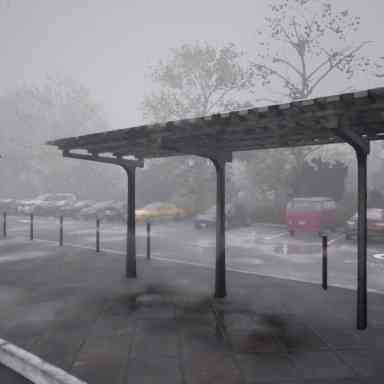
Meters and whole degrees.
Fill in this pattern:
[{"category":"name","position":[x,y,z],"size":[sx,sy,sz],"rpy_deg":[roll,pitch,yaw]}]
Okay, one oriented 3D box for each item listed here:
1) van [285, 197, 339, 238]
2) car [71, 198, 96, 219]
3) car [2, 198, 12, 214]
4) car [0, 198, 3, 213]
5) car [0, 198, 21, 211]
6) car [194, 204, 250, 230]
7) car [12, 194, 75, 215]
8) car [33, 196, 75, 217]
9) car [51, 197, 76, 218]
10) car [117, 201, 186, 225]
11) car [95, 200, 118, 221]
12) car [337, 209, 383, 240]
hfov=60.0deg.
[{"category":"van","position":[6.656,1.264,18.091],"size":[1.878,1.987,4.442],"rpy_deg":[0,0,35]},{"category":"car","position":[-6.999,1.460,27.625],"size":[2.231,1.521,4.892],"rpy_deg":[0,0,35]},{"category":"car","position":[-16.066,1.440,34.030],"size":[2.231,1.521,4.892],"rpy_deg":[0,0,35]},{"category":"car","position":[-18.333,1.431,35.636],"size":[2.097,1.535,5.008],"rpy_deg":[0,0,35]},{"category":"car","position":[-22.876,1.440,38.823],"size":[2.163,1.488,4.792],"rpy_deg":[1,0,35]},{"category":"car","position":[2.042,1.509,21.180],"size":[2.163,1.488,4.792],"rpy_deg":[0,0,35]},{"category":"car","position":[-13.815,1.192,32.408],"size":[2.435,2.045,5.566],"rpy_deg":[0,0,35]},{"category":"car","position":[-11.530,1.449,30.832],"size":[2.097,1.535,5.008],"rpy_deg":[0,0,35]},{"category":"car","position":[-9.265,1.454,29.228],"size":[2.097,1.535,5.008],"rpy_deg":[0,0,35]},{"category":"car","position":[-2.580,1.466,24.261],"size":[1.946,1.575,5.366],"rpy_deg":[0,0,35]},{"category":"car","position":[-4.721,1.494,26.040],"size":[2.163,1.488,4.792],"rpy_deg":[0,0,35]},{"category":"car","position":[8.851,1.535,16.390],"size":[2.002,1.452,4.674],"rpy_deg":[0,0,35]}]
